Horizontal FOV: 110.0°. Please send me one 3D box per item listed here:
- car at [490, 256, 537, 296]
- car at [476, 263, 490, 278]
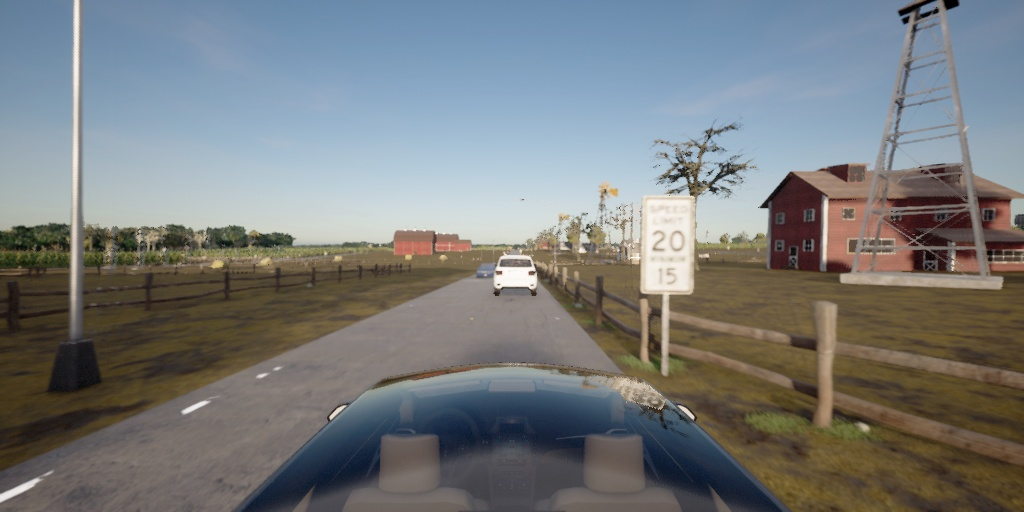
[{"bbox_3d":[0.200,1.000,19.928,2.150,2.045,5.566,0,0,1],"label":"car"},{"bbox_3d":[-2.371,1.387,35.226,2.033,1.411,5.357,0,0,1],"label":"car"}]
